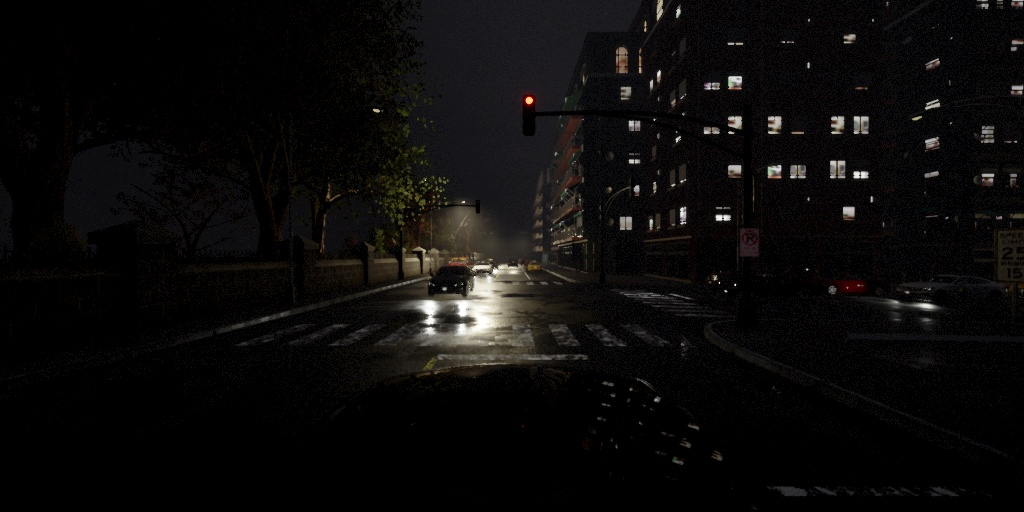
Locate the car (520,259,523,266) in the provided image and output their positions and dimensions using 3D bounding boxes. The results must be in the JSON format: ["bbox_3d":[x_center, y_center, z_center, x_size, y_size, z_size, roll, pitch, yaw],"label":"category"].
[{"bbox_3d":[2.756,1.316,55.128,2.007,1.370,4.403,0,0,0],"label":"car"}]

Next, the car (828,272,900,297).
[{"bbox_3d":[20.318,1.671,21.933,4.507,1.381,1.888,0,0,0],"label":"car"}]

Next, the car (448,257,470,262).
[{"bbox_3d":[-5.645,1.070,38.532,2.192,1.841,5.009,0,0,0],"label":"car"}]

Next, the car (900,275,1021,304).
[{"bbox_3d":[23.667,1.723,19.343,4.674,1.442,1.812,1,0,0],"label":"car"}]

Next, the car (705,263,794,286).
[{"bbox_3d":[14.623,1.338,21.922,5.009,1.841,2.192,0,0,0],"label":"car"}]

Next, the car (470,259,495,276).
[{"bbox_3d":[-3.051,1.280,37.838,1.812,1.442,4.674,0,0,0],"label":"car"}]

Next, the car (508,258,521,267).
[{"bbox_3d":[0.177,1.320,64.305,2.033,1.411,5.357,0,0,-1],"label":"car"}]

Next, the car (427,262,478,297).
[{"bbox_3d":[-3.080,1.254,18.788,1.837,1.490,4.892,0,0,0],"label":"car"}]

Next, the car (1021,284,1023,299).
[{"bbox_3d":[31.539,1.857,21.954,4.829,1.417,1.751,0,0,0],"label":"car"}]

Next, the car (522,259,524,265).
[{"bbox_3d":[2.749,1.307,49.593,1.888,1.381,4.507,0,0,0],"label":"car"}]

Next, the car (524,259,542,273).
[{"bbox_3d":[2.743,1.283,44.228,1.751,1.417,4.829,0,0,0],"label":"car"}]

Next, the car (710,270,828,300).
[{"bbox_3d":[13.725,1.618,19.327,4.718,1.301,1.895,1,0,0],"label":"car"}]

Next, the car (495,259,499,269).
[{"bbox_3d":[-3.024,1.258,54.788,2.128,1.511,4.902,0,0,0],"label":"car"}]
